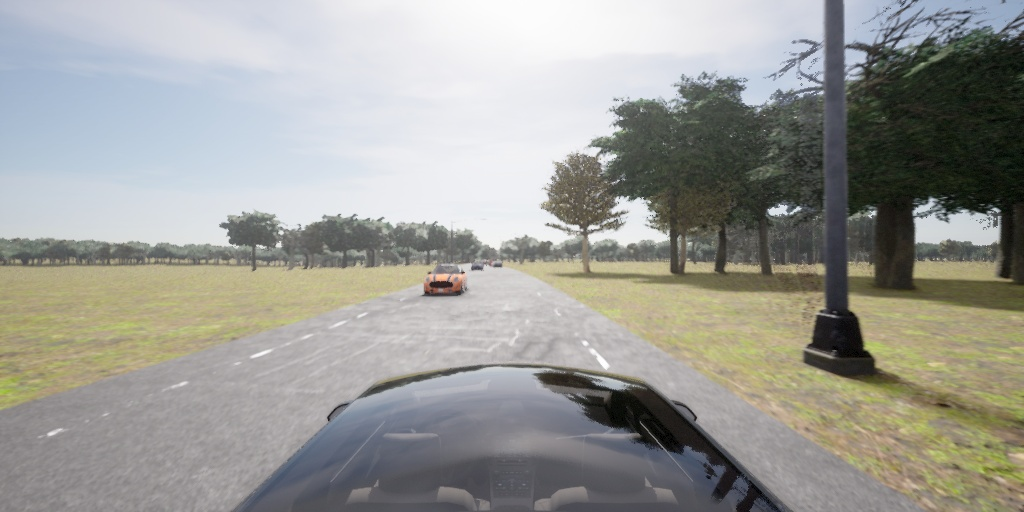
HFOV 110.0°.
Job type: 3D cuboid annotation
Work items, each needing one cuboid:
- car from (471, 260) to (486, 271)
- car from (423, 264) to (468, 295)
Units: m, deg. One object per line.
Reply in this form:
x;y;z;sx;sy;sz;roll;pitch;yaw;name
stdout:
-6.034;1.660;63.282;2.097;1.767;4.553;0;-1;-4;car
-3.868;1.280;21.472;2.097;1.767;4.553;0;0;-2;car
